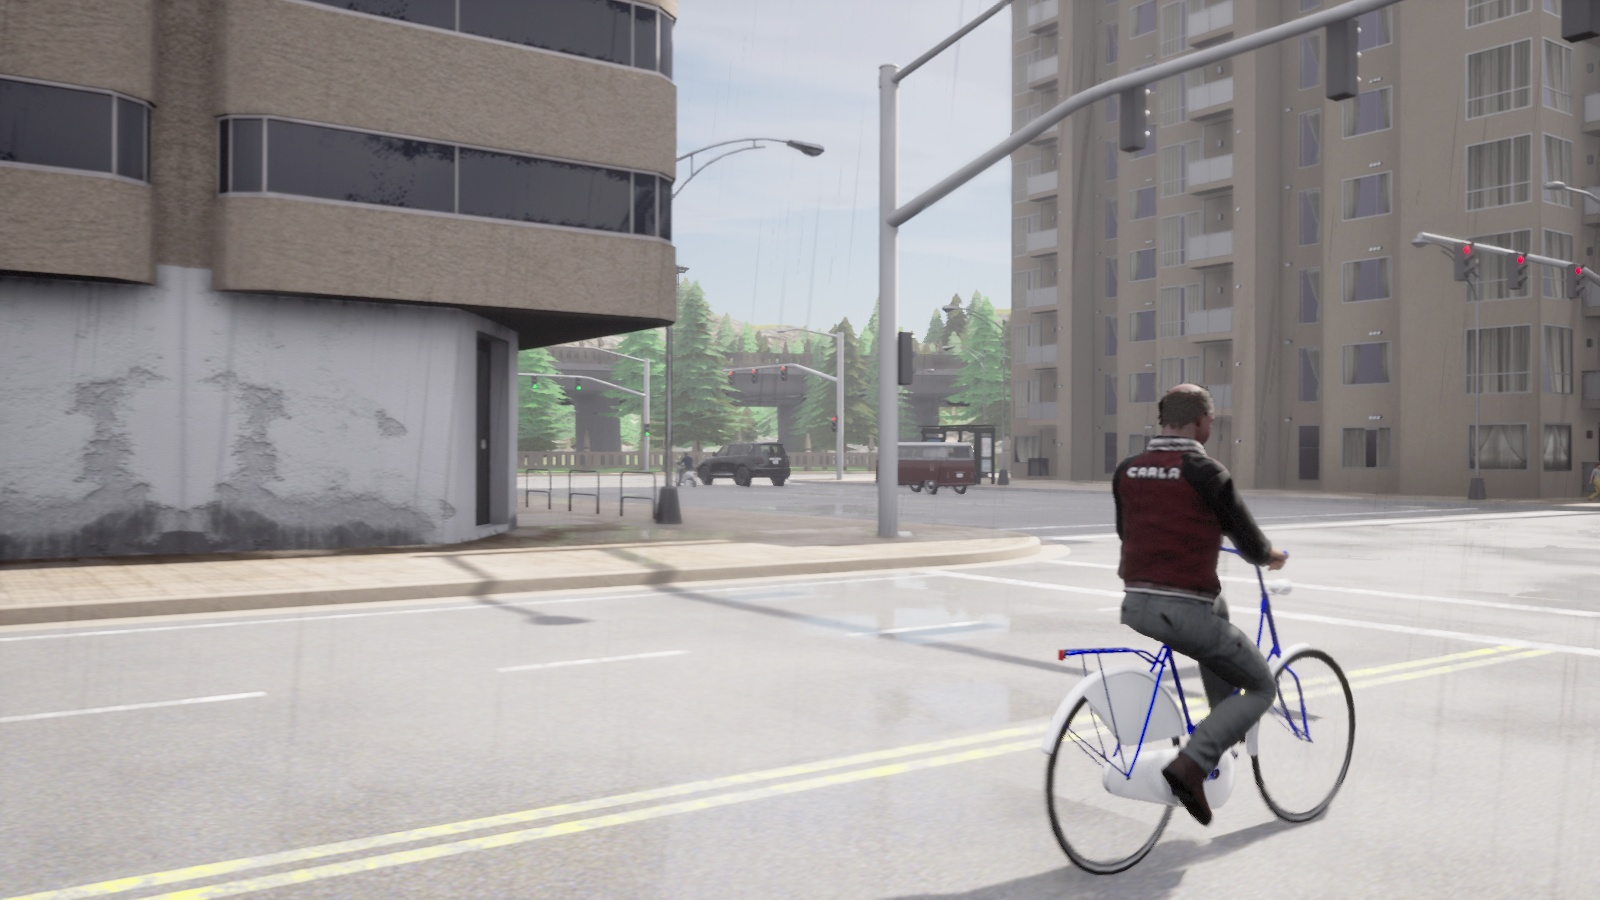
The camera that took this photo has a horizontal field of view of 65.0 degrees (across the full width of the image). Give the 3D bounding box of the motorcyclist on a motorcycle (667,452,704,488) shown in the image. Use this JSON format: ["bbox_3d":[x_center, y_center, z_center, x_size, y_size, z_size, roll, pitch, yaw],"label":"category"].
[{"bbox_3d":[-5.103,0.889,55.795,0.866,1.590,1.817,0,0,-35],"label":"motorcyclist on a motorcycle"}]

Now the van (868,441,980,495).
[{"bbox_3d":[4.690,0.656,48.064,1.775,1.987,4.442,0,0,-35],"label":"van"}]

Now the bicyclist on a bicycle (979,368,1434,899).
[{"bbox_3d":[1.589,0.630,4.766,1.843,1.776,0.659,0,0,-35],"label":"bicyclist on a bicycle"}]

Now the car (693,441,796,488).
[{"bbox_3d":[-2.655,0.660,58.405,2.150,2.045,5.566,0,0,-35],"label":"car"}]

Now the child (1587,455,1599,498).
[{"bbox_3d":[23.802,0.788,37.518,0.270,1.263,0.437,0,0,-37],"label":"child"}]
